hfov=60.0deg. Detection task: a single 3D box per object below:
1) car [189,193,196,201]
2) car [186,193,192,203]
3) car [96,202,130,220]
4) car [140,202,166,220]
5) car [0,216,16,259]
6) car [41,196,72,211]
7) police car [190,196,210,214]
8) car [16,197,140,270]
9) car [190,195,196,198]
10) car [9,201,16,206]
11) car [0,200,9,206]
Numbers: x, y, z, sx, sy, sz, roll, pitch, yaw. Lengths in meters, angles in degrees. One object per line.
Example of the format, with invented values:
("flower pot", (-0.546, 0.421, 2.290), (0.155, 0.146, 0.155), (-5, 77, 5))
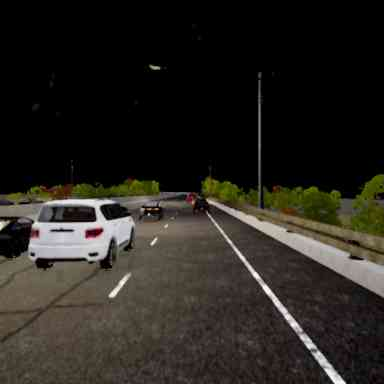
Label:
("car", (1.039, 1.532, 53.836), (2.097, 1.767, 4.553), (0, 0, 0))
("car", (-0.014, 1.312, 72.340), (2.150, 2.045, 5.566), (0, 0, 0))
("car", (-6.906, 1.664, 29.610), (1.994, 1.385, 4.181), (0, 0, 0))
("car", (-3.407, 1.590, 28.877), (2.128, 1.511, 4.902), (0, 0, 0))
("car", (-6.903, 1.607, 12.702), (1.994, 1.385, 4.181), (0, 0, 0))
("car", (-17.586, 1.496, 43.365), (2.097, 1.767, 4.553), (0, 0, 0))
("police car", (1.042, 1.554, 37.976), (1.930, 1.638, 5.238), (0, 0, 0))
("car", (-3.402, 1.261, 11.355), (2.150, 2.045, 5.566), (0, 0, 0))
("car", (1.041, 1.617, 48.056), (1.801, 1.575, 5.366), (0, 0, 0))
("car", (-21.084, 1.637, 43.237), (2.128, 1.511, 4.902), (0, 0, 0))
("car", (-24.583, 1.690, 42.639), (2.033, 1.411, 5.357), (0, 0, 0))
